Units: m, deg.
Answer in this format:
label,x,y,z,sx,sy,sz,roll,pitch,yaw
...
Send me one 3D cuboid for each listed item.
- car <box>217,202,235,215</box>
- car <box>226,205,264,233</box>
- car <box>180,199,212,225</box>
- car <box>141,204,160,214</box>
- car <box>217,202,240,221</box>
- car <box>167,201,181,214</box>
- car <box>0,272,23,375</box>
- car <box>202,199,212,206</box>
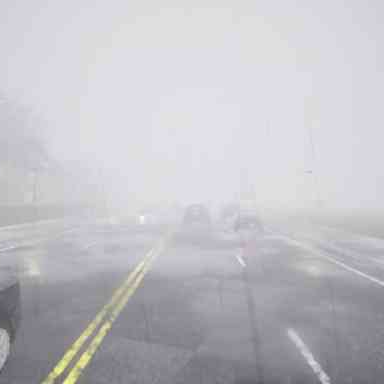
label,x,y,z,sx,sy,sz,roll,pitch,yaw
car,4.364,2.110,43.755,2.128,1.511,4.902,0,-1,3
car,3.542,1.832,21.884,1.812,1.442,4.674,0,-1,1
car,0.421,1.739,27.558,2.097,1.767,4.553,0,-1,2
car,-5.473,2.228,43.890,1.895,1.301,4.718,0,-1,3
car,3.887,1.813,32.794,2.097,1.767,4.553,0,-1,2
car,-2.139,1.997,45.291,2.097,1.767,4.553,0,-1,3
car,-3.327,1.515,2.651,1.882,1.535,5.008,0,-1,0
car,3.739,2.529,81.229,2.097,1.767,4.553,0,-1,5
